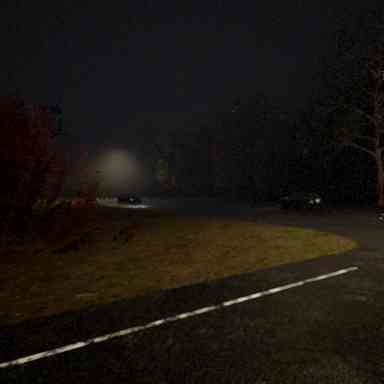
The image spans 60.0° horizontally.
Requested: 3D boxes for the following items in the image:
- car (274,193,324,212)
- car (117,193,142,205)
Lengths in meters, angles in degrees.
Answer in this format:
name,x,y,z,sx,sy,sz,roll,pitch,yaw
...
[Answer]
name,x,y,z,sx,sy,sz,roll,pitch,yaw
car,9.857,0.855,30.990,2.097,1.767,4.553,-1,1,-34
car,-8.583,0.940,45.618,1.882,1.535,5.008,-1,1,-35
